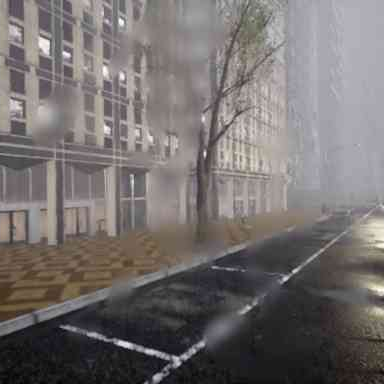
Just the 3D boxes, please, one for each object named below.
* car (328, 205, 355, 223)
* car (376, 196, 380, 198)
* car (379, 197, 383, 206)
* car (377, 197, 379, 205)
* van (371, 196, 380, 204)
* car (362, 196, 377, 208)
[{"bbox_3d":[12.631,1.775,27.984,2.008,1.369,4.403,-2,-1,31],"label":"car"},{"bbox_3d":[38.961,1.804,71.396,2.192,1.841,5.009,-2,-1,31],"label":"car"},{"bbox_3d":[37.887,1.921,64.415,1.837,1.490,4.892,-1,-1,31],"label":"car"},{"bbox_3d":[33.114,2.014,61.745,1.802,1.307,4.206,-2,-1,31],"label":"car"},{"bbox_3d":[44.813,1.886,81.042,1.690,1.788,3.998,-2,-1,31],"label":"van"},{"bbox_3d":[30.099,1.928,56.778,1.752,1.417,4.829,-2,-1,31],"label":"car"}]
